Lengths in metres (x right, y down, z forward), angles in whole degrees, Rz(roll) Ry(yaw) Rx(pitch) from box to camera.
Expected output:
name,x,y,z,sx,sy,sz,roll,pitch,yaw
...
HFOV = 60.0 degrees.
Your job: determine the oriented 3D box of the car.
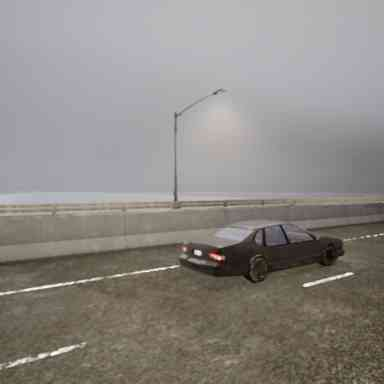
name,x,y,z,sx,sy,sz,roll,pitch,yaw
car,2.194,1.529,9.588,5.357,1.411,2.033,0,0,-35
